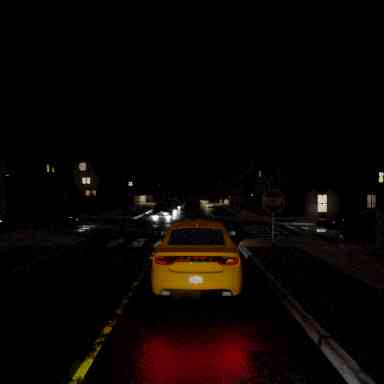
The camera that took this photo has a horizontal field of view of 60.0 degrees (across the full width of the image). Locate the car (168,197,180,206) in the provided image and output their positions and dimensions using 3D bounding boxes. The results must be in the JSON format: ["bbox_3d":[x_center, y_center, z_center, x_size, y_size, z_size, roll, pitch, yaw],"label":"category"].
[{"bbox_3d":[-2.863,1.505,54.497,1.812,1.442,4.674,0,0,0],"label":"car"}]

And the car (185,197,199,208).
[{"bbox_3d":[0.065,1.463,46.638,1.882,1.535,5.008,0,0,0],"label":"car"}]

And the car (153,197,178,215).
[{"bbox_3d":[-2.873,1.539,34.430,2.033,1.411,5.357,0,0,0],"label":"car"}]

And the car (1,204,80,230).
[{"bbox_3d":[-8.853,1.429,19.688,4.181,1.385,1.994,1,1,-5],"label":"car"}]

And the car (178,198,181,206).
[{"bbox_3d":[-2.866,1.478,44.415,2.128,1.511,4.902,0,0,0],"label":"car"}]

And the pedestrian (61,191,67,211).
[{"bbox_3d":[-9.695,0.862,25.144,0.375,1.860,0.375,0,0,1],"label":"pedestrian"}]

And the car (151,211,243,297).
[{"bbox_3d":[0.148,1.475,8.634,1.882,1.535,5.008,0,0,2],"label":"car"}]

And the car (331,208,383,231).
[{"bbox_3d":[11.660,1.762,21.893,4.674,1.442,1.812,1,1,0],"label":"car"}]
